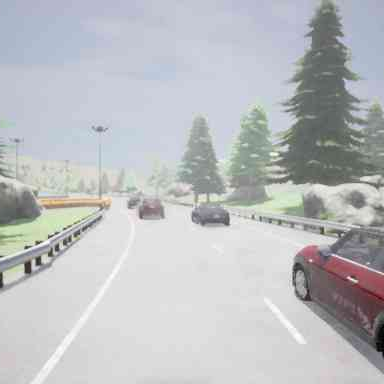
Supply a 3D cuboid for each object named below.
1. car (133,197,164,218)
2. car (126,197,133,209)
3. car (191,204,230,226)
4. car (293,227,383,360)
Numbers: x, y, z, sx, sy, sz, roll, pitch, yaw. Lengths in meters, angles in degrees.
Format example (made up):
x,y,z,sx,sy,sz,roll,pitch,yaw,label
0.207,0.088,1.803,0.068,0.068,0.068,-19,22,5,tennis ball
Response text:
x,y,z,sx,sy,sz,roll,pitch,yaw,label
-3.738,1.274,29.131,2.097,1.767,4.553,0,0,-14,car
-7.435,1.387,43.131,1.837,1.490,4.892,0,-1,-16,car
1.190,1.502,23.001,1.994,1.385,4.181,0,0,-10,car
3.299,1.338,5.406,2.097,1.767,4.553,0,0,-2,car
